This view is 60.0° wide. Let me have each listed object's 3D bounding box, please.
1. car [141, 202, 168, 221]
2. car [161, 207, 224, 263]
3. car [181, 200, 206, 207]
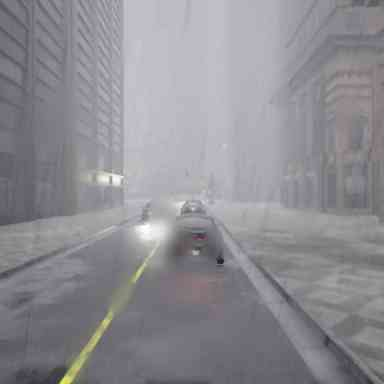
[{"bbox_3d":[-3.083,1.586,27.980,2.128,1.511,4.902,0,0,0],"label":"car"},{"bbox_3d":[0.098,1.550,12.190,1.837,1.490,4.892,0,0,0],"label":"car"},{"bbox_3d":[0.109,1.450,28.881,2.097,1.767,4.553,0,0,0],"label":"car"}]
